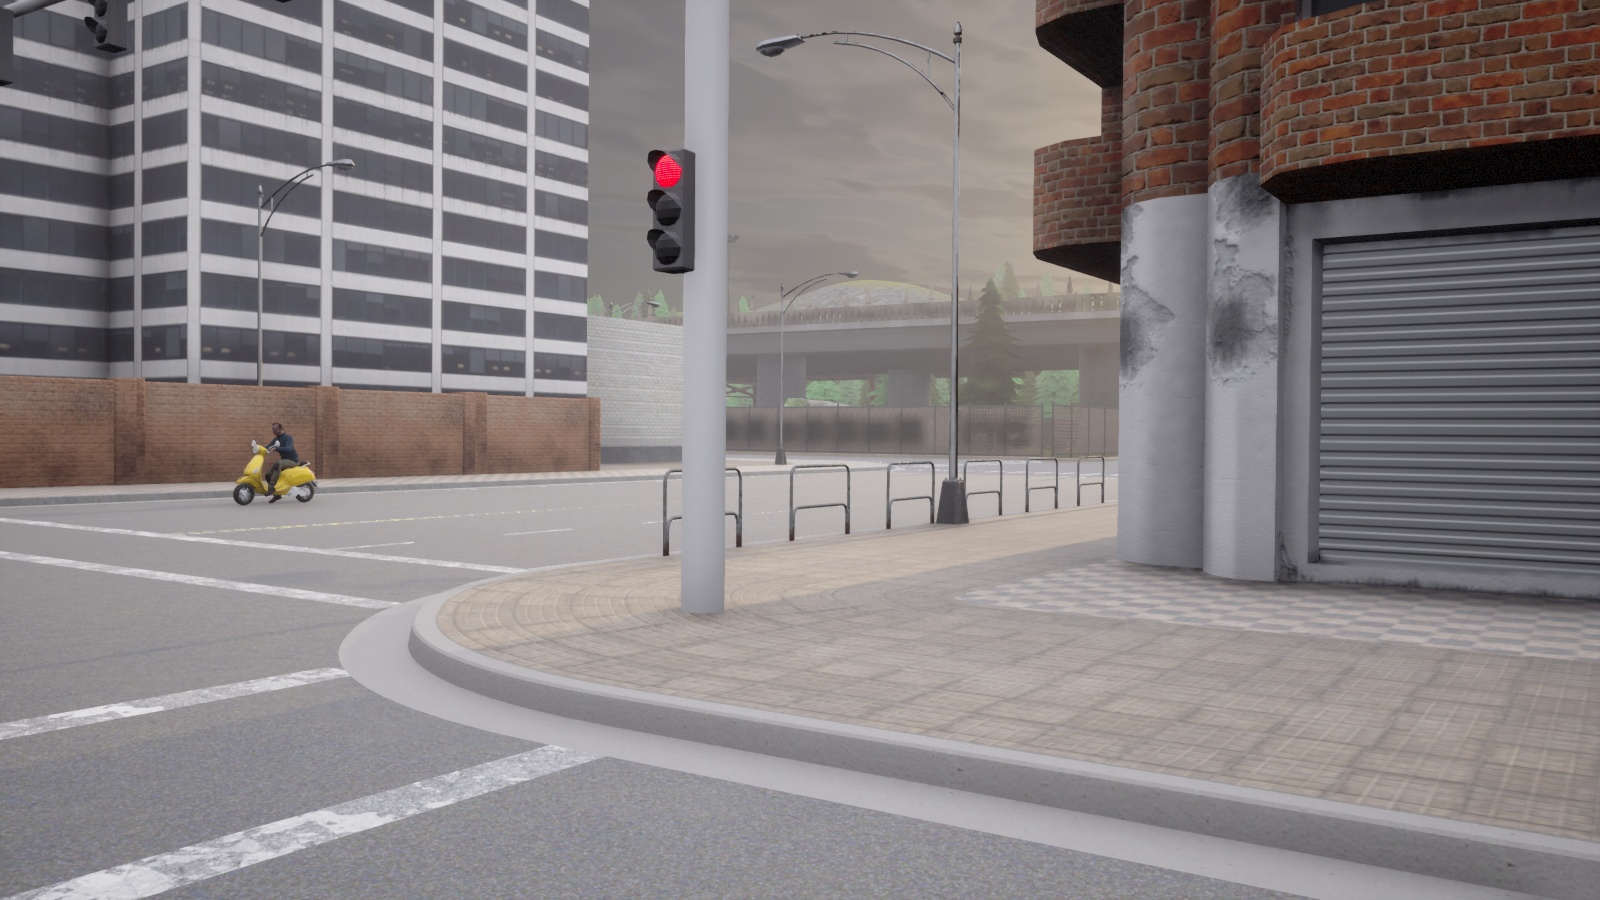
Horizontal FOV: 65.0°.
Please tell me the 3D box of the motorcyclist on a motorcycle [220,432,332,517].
[{"bbox_3d":[-10.189,0.443,24.478,0.866,1.590,1.817,0,1,33],"label":"motorcyclist on a motorcycle"}]
